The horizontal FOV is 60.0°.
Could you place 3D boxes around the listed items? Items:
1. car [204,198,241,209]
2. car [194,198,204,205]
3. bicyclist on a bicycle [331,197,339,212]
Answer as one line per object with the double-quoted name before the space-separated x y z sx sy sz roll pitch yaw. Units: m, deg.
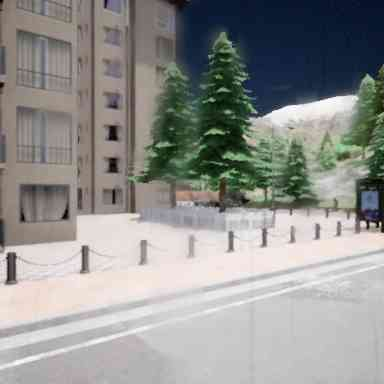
"car" 4.219 1.464 42.677 2.128 1.511 4.902 0 0 -35
"car" 2.313 1.567 51.595 1.895 1.301 4.718 0 0 -35
"bicyclist on a bicycle" 16.286 1.414 37.797 1.656 1.620 0.582 0 0 -35
